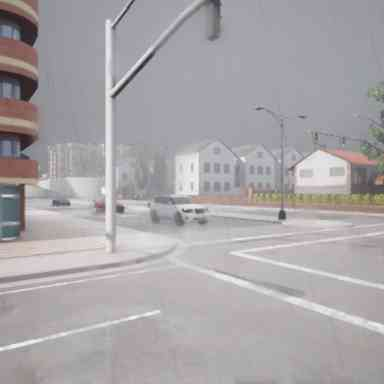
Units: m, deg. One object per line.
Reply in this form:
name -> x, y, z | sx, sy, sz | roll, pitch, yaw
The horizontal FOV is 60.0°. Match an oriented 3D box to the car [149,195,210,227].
car -> -1.027, 1.214, 23.535 | 2.150, 2.045, 5.566 | 0, 0, -35

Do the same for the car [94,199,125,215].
car -> -8.652, 1.470, 34.568 | 1.882, 1.535, 5.008 | 0, 0, -35

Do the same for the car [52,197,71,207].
car -> -20.289, 1.540, 51.534 | 2.033, 1.411, 5.357 | 0, 0, -35
